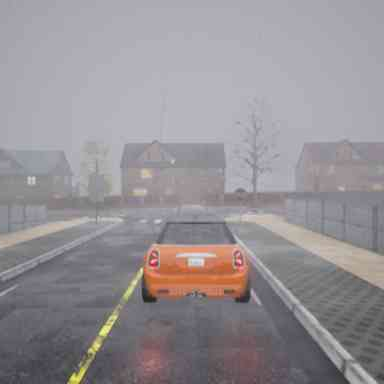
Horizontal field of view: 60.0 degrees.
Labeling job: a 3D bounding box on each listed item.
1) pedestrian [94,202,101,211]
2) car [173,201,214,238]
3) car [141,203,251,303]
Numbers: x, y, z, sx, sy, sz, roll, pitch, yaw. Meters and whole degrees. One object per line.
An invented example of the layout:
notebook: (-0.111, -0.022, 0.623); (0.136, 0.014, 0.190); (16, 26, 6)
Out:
pedestrian: (-9.674, 1.012, 34.117); (0.375, 1.860, 0.375); (0, 3, 0)
car: (0.025, 1.344, 17.977); (1.882, 1.535, 5.008); (0, 0, -1)
car: (0.083, 1.287, 8.216); (2.097, 1.767, 4.553); (0, 0, 0)
